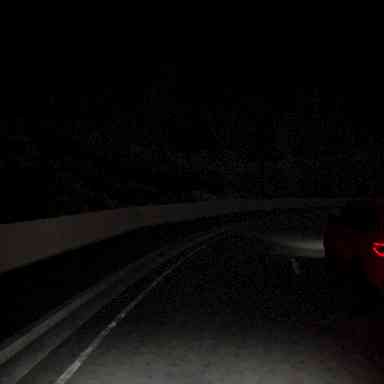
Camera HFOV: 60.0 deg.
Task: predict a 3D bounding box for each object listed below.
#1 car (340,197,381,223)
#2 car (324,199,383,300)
[{"bbox_3d":[13.170,1.324,25.868,2.097,1.767,4.553,1,0,36],"label":"car"},{"bbox_3d":[4.823,1.215,8.274,2.150,2.045,5.566,0,0,12],"label":"car"}]
